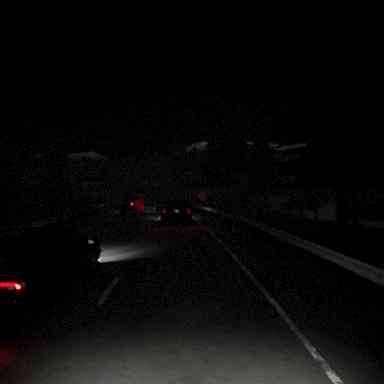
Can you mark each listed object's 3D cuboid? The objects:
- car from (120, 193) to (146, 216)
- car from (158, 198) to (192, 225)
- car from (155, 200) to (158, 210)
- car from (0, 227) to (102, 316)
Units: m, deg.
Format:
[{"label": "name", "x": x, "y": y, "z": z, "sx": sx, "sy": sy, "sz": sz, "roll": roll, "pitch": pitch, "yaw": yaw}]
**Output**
[{"label": "car", "x": -5.620, "y": 1.155, "z": 31.853, "sx": 2.150, "sy": 2.045, "sz": 5.566, "roll": 0, "pitch": 0, "yaw": -8}, {"label": "car", "x": -1.192, "y": 1.298, "z": 23.819, "sx": 2.097, "sy": 1.767, "sz": 4.553, "roll": 0, "pitch": 0, "yaw": -5}, {"label": "car", "x": -3.490, "y": 1.457, "z": 41.187, "sx": 2.033, "sy": 1.411, "sz": 5.357, "roll": 0, "pitch": 0, "yaw": -10}, {"label": "car", "x": -3.583, "y": 1.534, "z": 7.731, "sx": 2.033, "sy": 1.411, "sz": 5.357, "roll": 0, "pitch": 0, "yaw": -2}]
